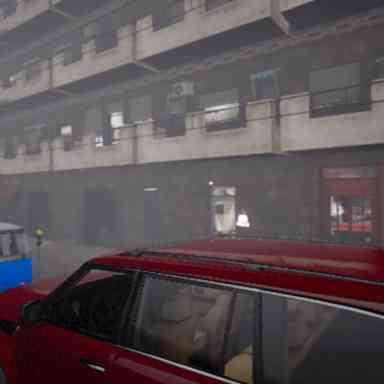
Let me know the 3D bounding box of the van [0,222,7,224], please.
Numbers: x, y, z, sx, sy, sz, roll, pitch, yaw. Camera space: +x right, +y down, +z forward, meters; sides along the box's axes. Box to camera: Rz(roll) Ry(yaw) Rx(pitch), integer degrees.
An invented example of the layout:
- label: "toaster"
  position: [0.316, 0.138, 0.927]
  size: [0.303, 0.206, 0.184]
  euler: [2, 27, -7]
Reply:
- label: "van"
  position: [-4.648, 1.389, 6.191]
  size: [3.998, 1.788, 1.690]
  euler: [0, 0, 35]

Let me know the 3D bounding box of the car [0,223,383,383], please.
- label: "car"
  position: [-0.022, 1.326, 2.893]
  size: [5.009, 1.841, 2.192]
  euler: [0, 0, 35]
